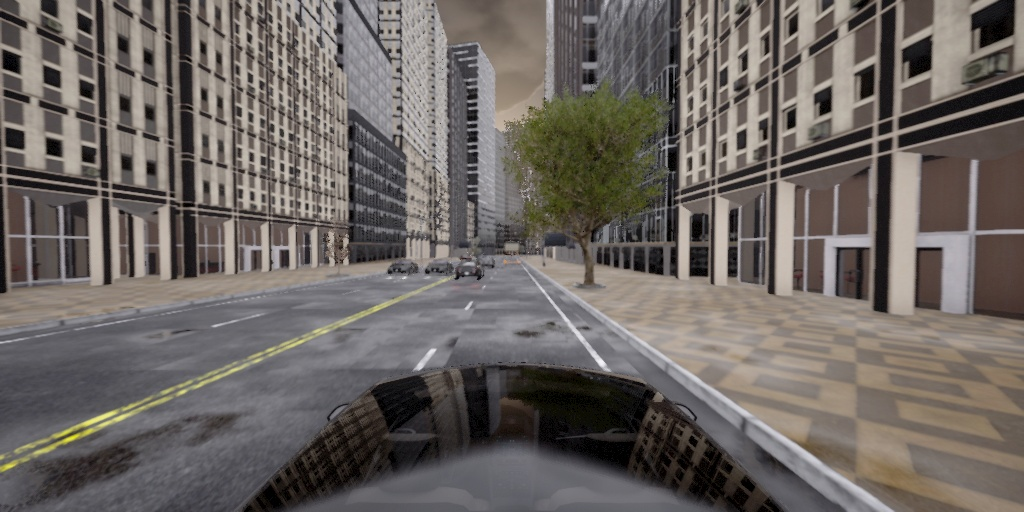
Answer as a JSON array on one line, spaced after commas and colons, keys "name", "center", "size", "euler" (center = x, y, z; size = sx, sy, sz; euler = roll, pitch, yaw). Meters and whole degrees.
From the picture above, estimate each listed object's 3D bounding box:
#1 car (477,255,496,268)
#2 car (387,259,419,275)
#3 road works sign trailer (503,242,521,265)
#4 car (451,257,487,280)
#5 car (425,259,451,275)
[{"name": "car", "center": [-3.154, 0.841, 46.635], "size": [2.033, 1.411, 5.357], "euler": [0, 1, 0]}, {"name": "car", "center": [-9.845, 0.999, 32.671], "size": [1.994, 1.385, 4.181], "euler": [0, 1, 0]}, {"name": "road works sign trailer", "center": [0.001, -0.342, 56.575], "size": [2.380, 3.560, 2.880], "euler": [0, 0, 1]}, {"name": "car", "center": [-3.152, 1.014, 27.319], "size": [1.812, 1.442, 4.674], "euler": [0, 1, 0]}, {"name": "car", "center": [-6.595, 0.998, 32.728], "size": [1.994, 1.385, 4.181], "euler": [0, 1, 0]}]
